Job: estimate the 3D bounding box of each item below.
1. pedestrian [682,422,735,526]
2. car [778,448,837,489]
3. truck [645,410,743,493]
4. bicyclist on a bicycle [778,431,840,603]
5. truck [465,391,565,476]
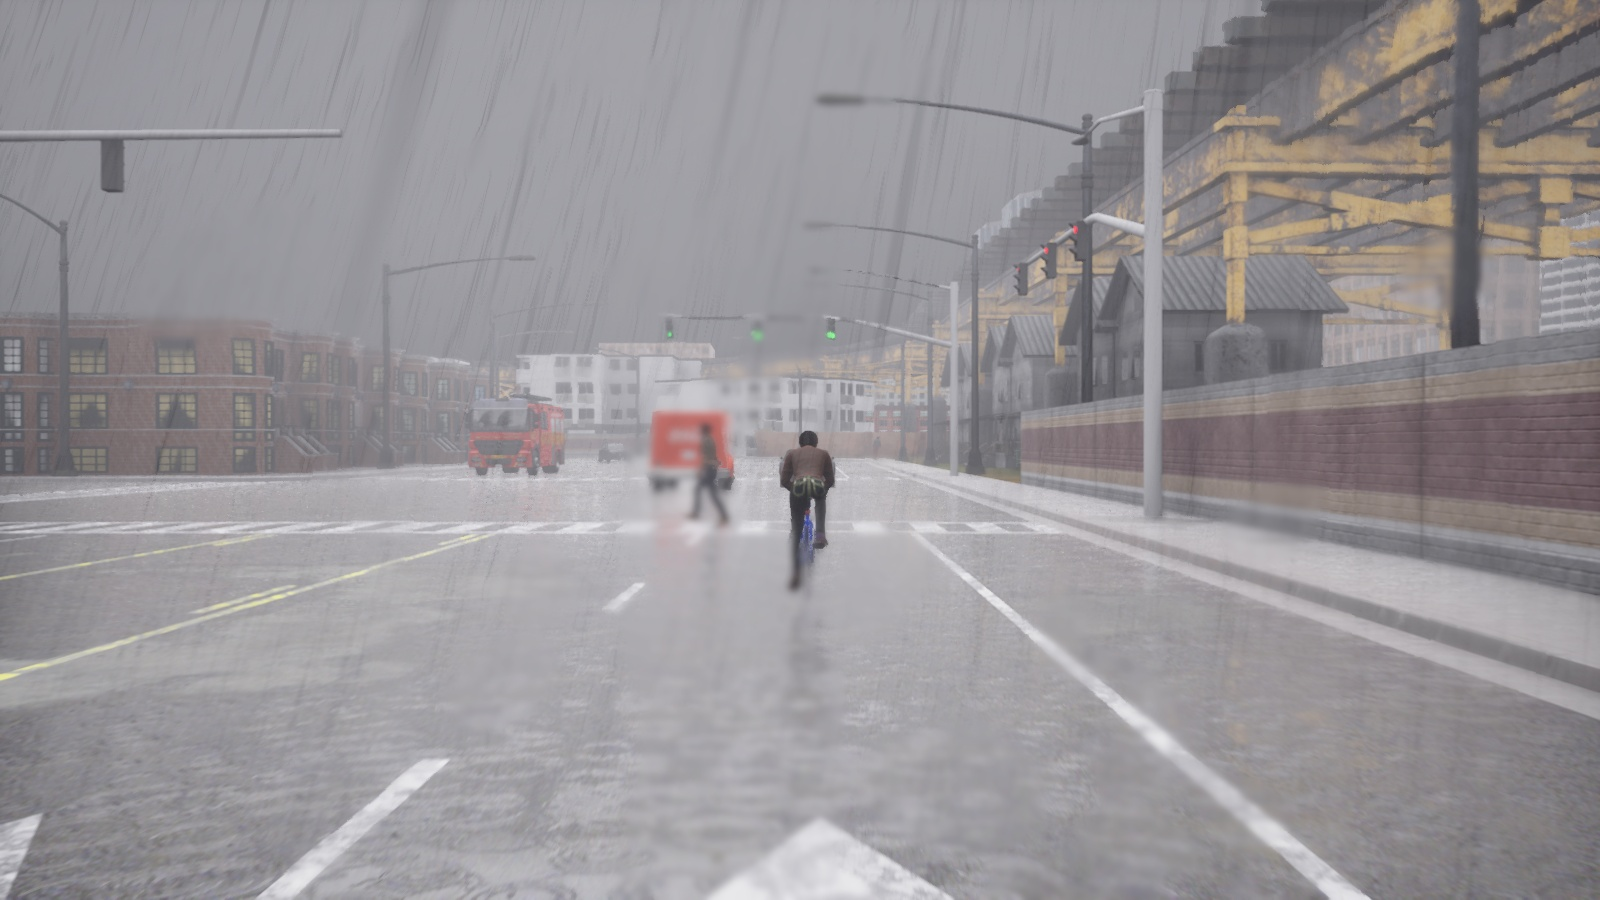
[{"bbox_3d":[-1.603,0.407,22.024,0.869,1.805,0.328,0,0,9],"label":"pedestrian"},{"bbox_3d":[0.257,0.605,43.317,1.895,1.301,4.718,0,0,0],"label":"car"},{"bbox_3d":[-3.262,0.035,39.736,2.627,2.467,5.204,0,0,0],"label":"truck"},{"bbox_3d":[0.086,0.629,12.669,0.582,1.620,1.656,0,0,0],"label":"bicyclist on a bicycle"},{"bbox_3d":[-13.644,-0.769,60.809,2.891,3.827,8.468,0,0,0],"label":"truck"}]
